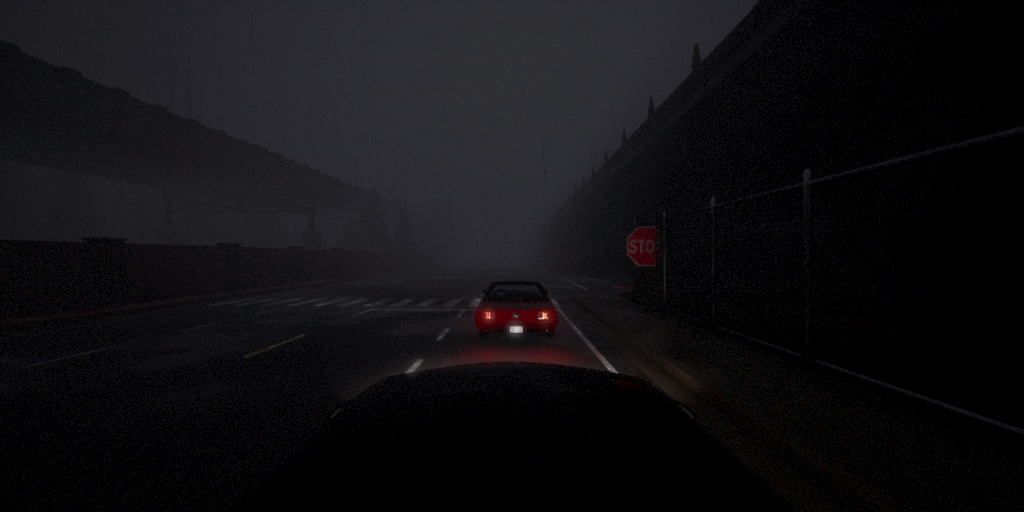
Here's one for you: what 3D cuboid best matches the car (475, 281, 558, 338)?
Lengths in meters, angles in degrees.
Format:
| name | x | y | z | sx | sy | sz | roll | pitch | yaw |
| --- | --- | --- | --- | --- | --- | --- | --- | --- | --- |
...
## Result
| name | x | y | z | sx | sy | sz | roll | pitch | yaw |
| --- | --- | --- | --- | --- | --- | --- | --- | --- | --- |
| car | 0.101 | 1.350 | 10.194 | 1.895 | 1.301 | 4.718 | 0 | 0 | 0 |

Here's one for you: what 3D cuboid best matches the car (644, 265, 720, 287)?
| name | x | y | z | sx | sy | sz | roll | pitch | yaw |
| --- | --- | --- | --- | --- | --- | --- | --- | --- | --- |
| car | 11.042 | 1.252 | 23.293 | 4.892 | 1.490 | 1.837 | 0 | 0 | 1 |
